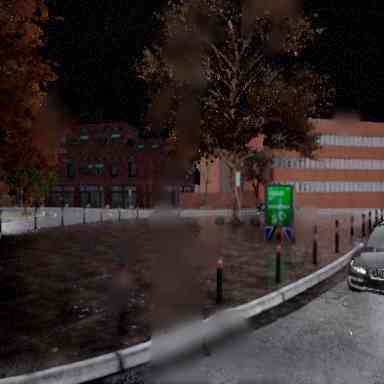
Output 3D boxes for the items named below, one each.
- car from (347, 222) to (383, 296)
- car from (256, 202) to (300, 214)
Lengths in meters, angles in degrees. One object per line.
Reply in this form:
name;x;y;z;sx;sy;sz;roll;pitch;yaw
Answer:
car;5.296;1.505;8.147;1.837;1.490;4.892;0;0;40
car;9.455;1.695;36.433;4.902;1.511;2.128;0;0;-15
